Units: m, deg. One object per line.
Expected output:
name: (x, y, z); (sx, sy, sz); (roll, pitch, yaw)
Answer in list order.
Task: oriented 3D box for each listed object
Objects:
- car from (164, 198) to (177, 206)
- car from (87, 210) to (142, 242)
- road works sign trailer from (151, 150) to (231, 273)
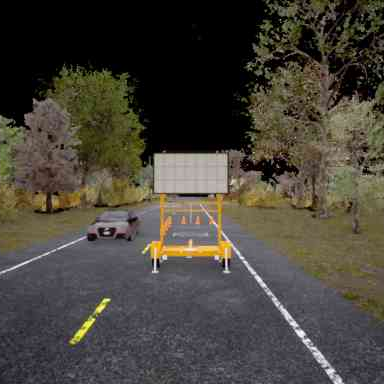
car: (-3.733, 1.656, 58.107); (1.994, 1.385, 4.181); (0, 0, 0)
car: (-3.664, 1.574, 16.279); (1.994, 1.385, 4.181); (0, 0, 0)
road works sign trailer: (-0.036, 0.469, 10.672); (2.380, 3.560, 2.880); (0, 0, 0)
